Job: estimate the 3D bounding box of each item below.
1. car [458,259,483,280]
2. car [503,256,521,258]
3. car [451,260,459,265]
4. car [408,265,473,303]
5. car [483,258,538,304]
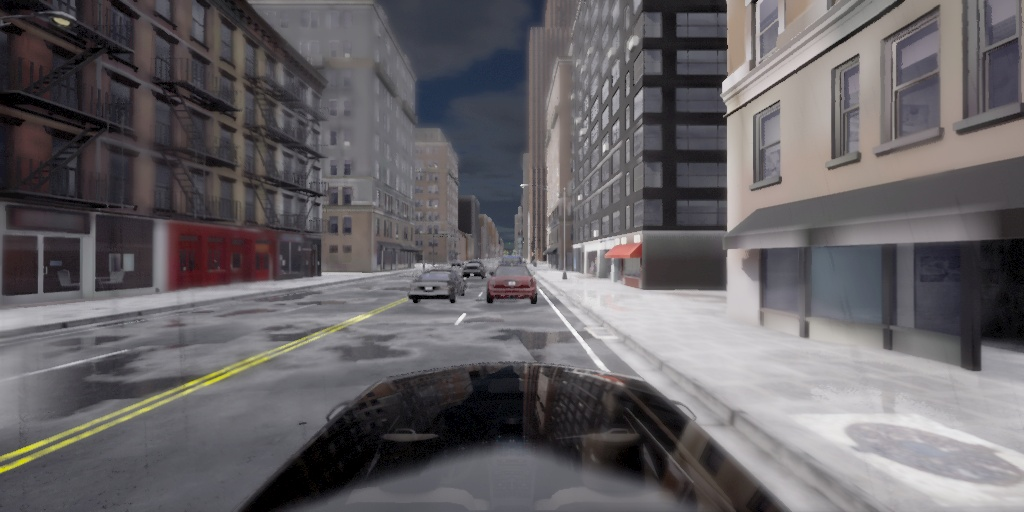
[{"bbox_3d":[-3.250,1.265,31.500,1.837,1.490,4.892,0,0,0],"label":"car"},{"bbox_3d":[0.000,1.007,31.530,2.150,2.045,5.566,0,0,0],"label":"car"},{"bbox_3d":[-9.749,1.407,64.444,1.895,1.301,4.718,0,0,0],"label":"car"},{"bbox_3d":[-3.250,1.311,16.500,2.033,1.411,5.357,0,0,0],"label":"car"},{"bbox_3d":[0.000,1.114,16.470,2.097,1.767,4.553,0,0,0],"label":"car"}]
